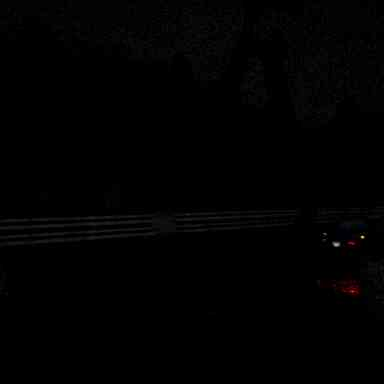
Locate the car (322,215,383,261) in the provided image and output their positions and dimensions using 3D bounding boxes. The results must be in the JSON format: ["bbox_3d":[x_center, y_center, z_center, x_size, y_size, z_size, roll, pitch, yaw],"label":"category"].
[{"bbox_3d":[6.870,1.630,12.739,4.674,1.442,1.812,1,0,-34],"label":"car"}]

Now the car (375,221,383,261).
[{"bbox_3d":[7.200,1.580,8.722,4.902,1.511,2.128,1,0,-34],"label":"car"}]
